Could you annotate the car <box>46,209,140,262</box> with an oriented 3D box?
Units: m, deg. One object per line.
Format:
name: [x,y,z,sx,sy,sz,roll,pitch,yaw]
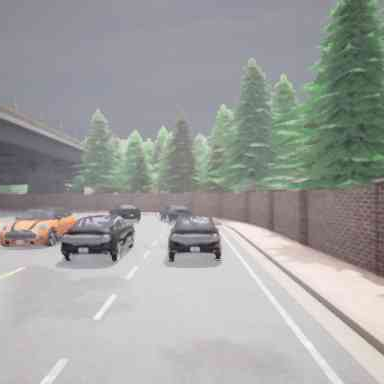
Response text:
car: [-3.402,1.637,12.821,2.128,1.511,4.902,0,-1,0]

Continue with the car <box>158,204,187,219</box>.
car: [-1.586,1.831,28.853,1.837,1.490,4.892,1,-1,-19]

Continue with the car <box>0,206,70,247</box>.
car: [-7.161,1.534,15.984,2.097,1.767,4.553,0,-1,-1]

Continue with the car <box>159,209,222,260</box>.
car: [0.098,1.639,13.004,2.128,1.511,4.902,0,-1,0]

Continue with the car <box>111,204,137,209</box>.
car: [-6.179,1.818,30.074,1.882,1.535,5.008,1,-1,-27]
